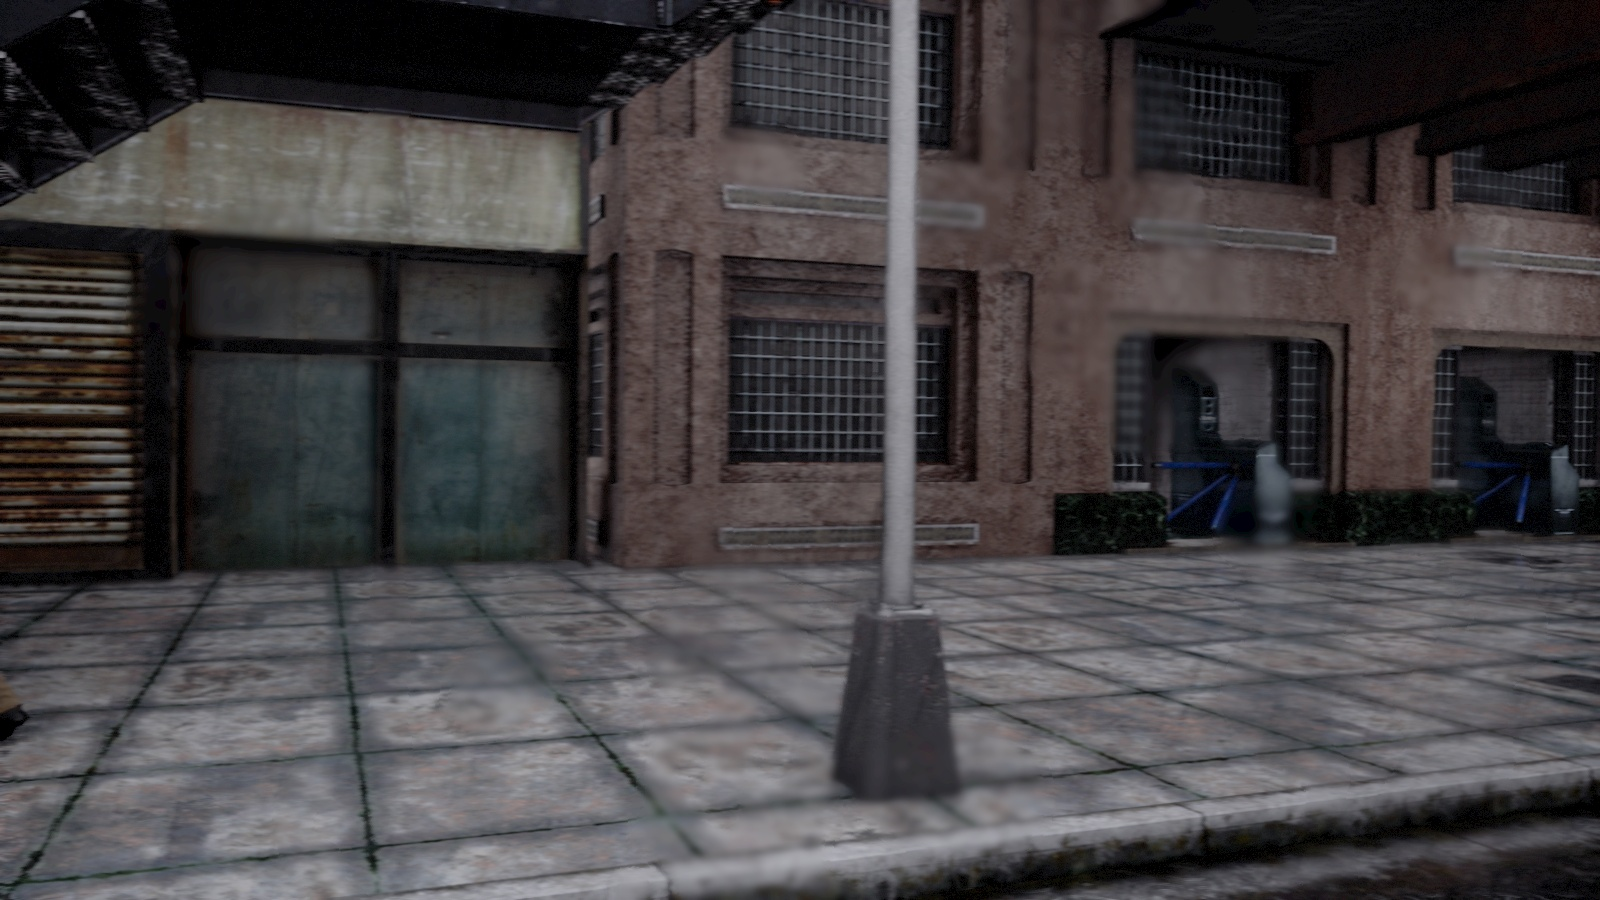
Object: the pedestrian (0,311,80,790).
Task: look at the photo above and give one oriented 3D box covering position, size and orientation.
[{"bbox_3d":[-3.466,0.407,5.219,0.692,1.930,0.396,-1,1,-9],"label":"pedestrian"}]
